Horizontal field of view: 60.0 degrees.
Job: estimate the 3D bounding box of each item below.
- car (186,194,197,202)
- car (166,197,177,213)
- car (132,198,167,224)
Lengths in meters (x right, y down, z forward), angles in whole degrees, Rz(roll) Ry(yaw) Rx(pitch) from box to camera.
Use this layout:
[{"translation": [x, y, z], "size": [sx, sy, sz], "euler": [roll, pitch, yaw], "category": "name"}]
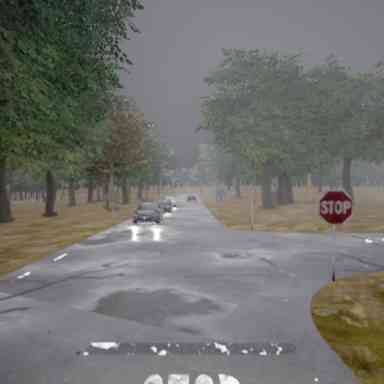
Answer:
[{"translation": [-0.053, 1.255, 67.712], "size": [1.837, 1.490, 4.892], "euler": [0, 0, 0], "category": "car"}, {"translation": [-3.118, 1.476, 36.582], "size": [2.033, 1.411, 5.357], "euler": [0, 0, 0], "category": "car"}, {"translation": [-3.120, 1.463, 24.308], "size": [1.837, 1.490, 4.892], "euler": [0, 0, 0], "category": "car"}]
